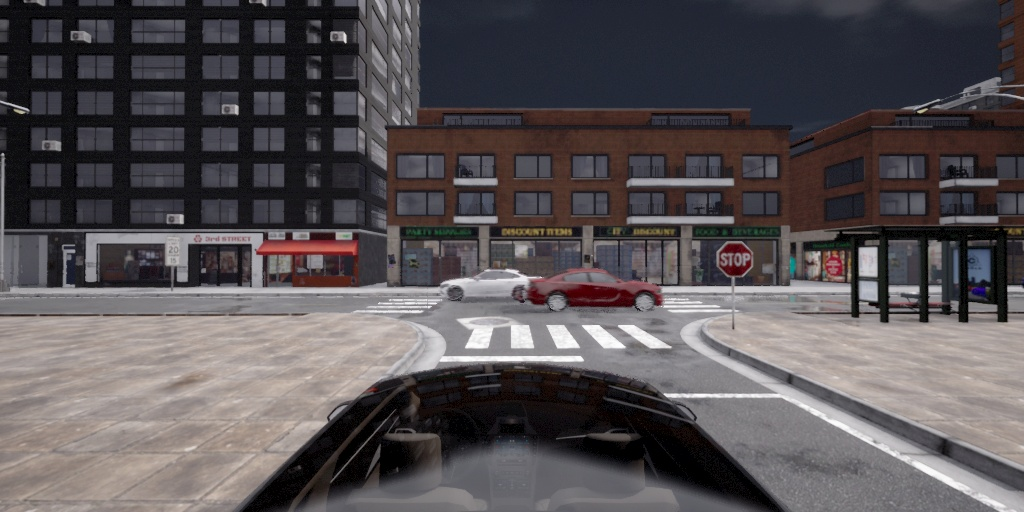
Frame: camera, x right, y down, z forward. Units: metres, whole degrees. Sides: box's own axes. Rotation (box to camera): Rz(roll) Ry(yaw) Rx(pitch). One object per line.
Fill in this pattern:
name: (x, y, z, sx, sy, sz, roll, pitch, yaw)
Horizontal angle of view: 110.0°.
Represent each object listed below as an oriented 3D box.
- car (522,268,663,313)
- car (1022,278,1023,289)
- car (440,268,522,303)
car: (3.002, 1.216, 13.386, 5.008, 1.535, 1.882, 0, 0, 0)
car: (27.278, 0.934, 16.421, 5.566, 2.045, 2.150, 0, 0, 0)
car: (-0.904, 1.290, 16.328, 4.674, 1.442, 1.812, 0, 0, 0)
